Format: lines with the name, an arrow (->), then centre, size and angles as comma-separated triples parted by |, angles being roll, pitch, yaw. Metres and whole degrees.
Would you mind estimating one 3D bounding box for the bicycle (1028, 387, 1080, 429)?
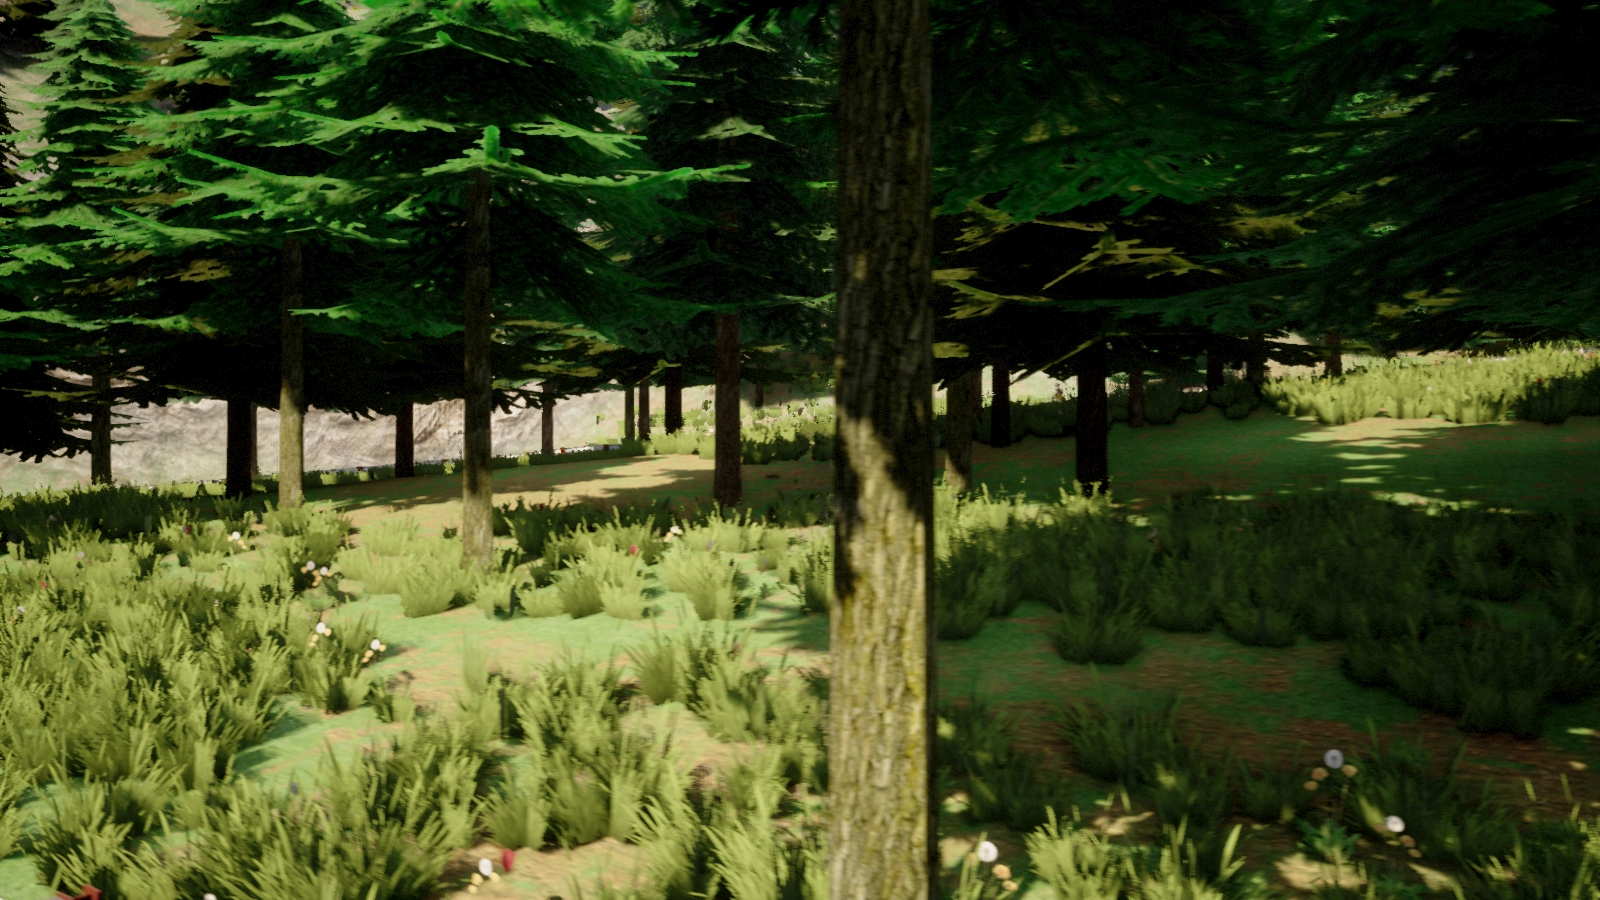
bicycle -> 9.807, -1.605, 44.202 | 1.835, 1.471, 0.329 | -5, -2, 27
